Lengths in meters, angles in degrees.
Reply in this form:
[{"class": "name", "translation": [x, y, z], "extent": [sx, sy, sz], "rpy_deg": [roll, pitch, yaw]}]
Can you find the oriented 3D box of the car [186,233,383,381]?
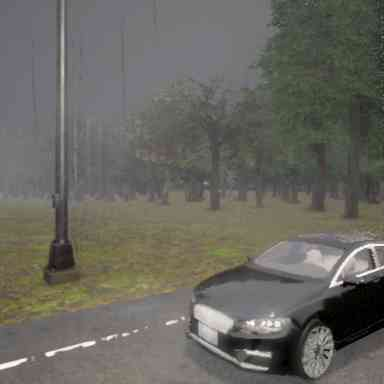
[{"class": "car", "translation": [2.186, 1.501, 5.553], "extent": [4.902, 1.511, 2.128], "rpy_deg": [0, 0, -36]}]
